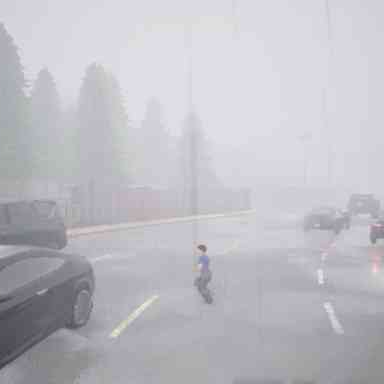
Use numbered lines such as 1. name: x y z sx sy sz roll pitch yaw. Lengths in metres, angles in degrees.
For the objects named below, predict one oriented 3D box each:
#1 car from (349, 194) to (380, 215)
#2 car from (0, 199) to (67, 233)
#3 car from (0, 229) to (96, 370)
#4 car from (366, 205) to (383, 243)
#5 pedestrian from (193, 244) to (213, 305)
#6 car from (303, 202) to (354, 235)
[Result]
1. car: 15.417 1.219 29.836 2.150 2.045 5.566 0 0 33
2. car: -5.610 1.221 8.665 2.150 2.045 5.566 0 0 16
3. car: -2.930 1.526 4.408 1.812 1.442 4.674 0 0 10
4. car: 9.419 1.526 15.333 1.812 1.442 4.674 0 0 34
5. pedestrian: 0.287 1.574 6.662 0.375 1.300 0.375 0 0 14
6. car: 7.714 1.526 18.936 1.812 1.442 4.674 0 0 35
